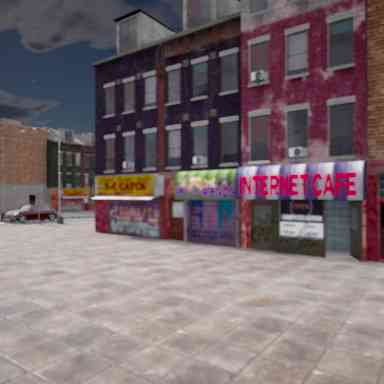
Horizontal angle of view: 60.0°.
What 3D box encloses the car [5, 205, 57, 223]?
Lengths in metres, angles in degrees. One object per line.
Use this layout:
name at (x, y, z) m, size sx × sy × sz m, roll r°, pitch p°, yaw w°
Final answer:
car at (-14.200, 1.837, 29.344) m, size 1.967 × 1.590 × 4.097 m, roll -2°, pitch -2°, yaw 35°
